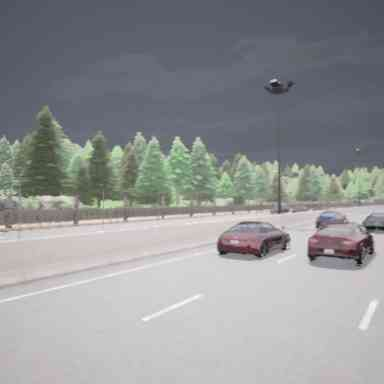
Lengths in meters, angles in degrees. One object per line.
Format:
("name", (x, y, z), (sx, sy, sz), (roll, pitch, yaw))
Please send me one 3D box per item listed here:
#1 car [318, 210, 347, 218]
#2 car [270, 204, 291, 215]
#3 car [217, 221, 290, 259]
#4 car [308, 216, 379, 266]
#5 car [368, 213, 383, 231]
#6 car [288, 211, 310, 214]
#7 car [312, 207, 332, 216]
("car", (11.611, 2.288, 27.498), (1.812, 1.442, 4.674), (-1, -2, 35))
("car", (15.371, 2.976, 57.772), (2.097, 1.767, 4.553), (-1, -2, 35))
("car", (2.844, 1.990, 14.801), (1.994, 1.385, 4.181), (-1, -2, 35))
("car", (5.967, 1.893, 13.158), (1.812, 1.442, 4.674), (-1, -2, 35))
("car", (14.197, 2.250, 25.089), (1.994, 1.385, 4.181), (-1, -2, 35))
("car", (18.389, 3.066, 55.982), (1.837, 1.490, 4.892), (-1, -2, 35))
("car", (21.112, 3.091, 53.770), (1.895, 1.301, 4.718), (-1, -2, 35))
